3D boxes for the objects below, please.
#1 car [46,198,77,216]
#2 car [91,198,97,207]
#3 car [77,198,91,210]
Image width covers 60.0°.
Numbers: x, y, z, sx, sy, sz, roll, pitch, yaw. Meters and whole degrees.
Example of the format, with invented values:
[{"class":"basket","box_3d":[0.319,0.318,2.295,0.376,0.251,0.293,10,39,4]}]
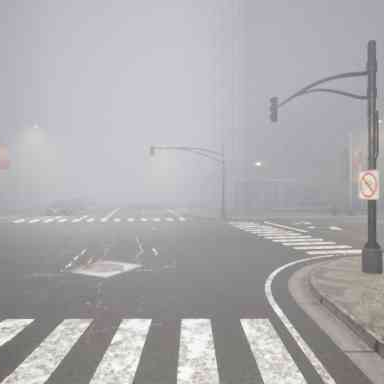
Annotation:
[{"class":"car","box_3d":[-13.216,1.542,33.473,1.812,1.442,4.674,0,0,-10]},{"class":"car","box_3d":[-16.406,1.600,53.148,1.994,1.385,4.181,0,0,-9]},{"class":"car","box_3d":[-14.808,1.503,43.305,1.882,1.535,5.008,0,0,-9]}]
